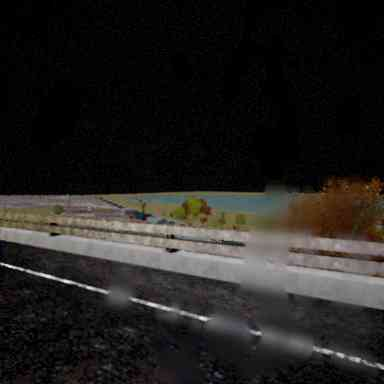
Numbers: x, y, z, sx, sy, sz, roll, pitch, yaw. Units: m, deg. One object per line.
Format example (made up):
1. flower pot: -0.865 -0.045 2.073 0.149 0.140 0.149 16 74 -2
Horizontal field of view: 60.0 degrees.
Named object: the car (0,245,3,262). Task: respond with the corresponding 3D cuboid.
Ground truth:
1. car: -7.291 1.566 9.258 4.718 1.301 1.895 0 0 36
